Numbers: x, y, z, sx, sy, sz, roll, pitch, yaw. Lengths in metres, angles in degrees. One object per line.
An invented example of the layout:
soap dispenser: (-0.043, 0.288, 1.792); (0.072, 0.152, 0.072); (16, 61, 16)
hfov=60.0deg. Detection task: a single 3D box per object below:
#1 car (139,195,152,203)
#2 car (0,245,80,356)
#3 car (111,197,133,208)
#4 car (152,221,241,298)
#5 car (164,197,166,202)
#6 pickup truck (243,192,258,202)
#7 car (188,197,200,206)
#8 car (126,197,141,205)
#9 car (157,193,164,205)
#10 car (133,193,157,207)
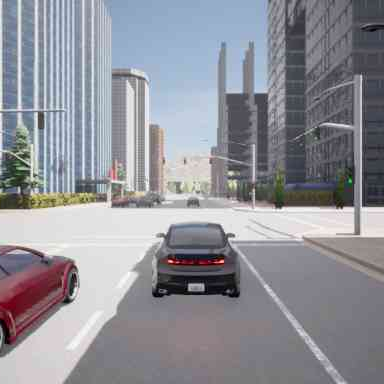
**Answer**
car: (-10.346, 1.525, 74.000); (2.128, 1.511, 4.902); (0, 0, 0)
car: (-3.427, 1.564, 5.565); (1.994, 1.385, 4.181); (0, 0, 1)
car: (-10.482, 1.477, 48.873); (1.882, 1.535, 5.008); (0, 0, 0)
car: (0.095, 1.505, 8.523); (1.837, 1.490, 4.892); (0, 0, 0)
car: (-6.847, 1.524, 73.610); (1.812, 1.442, 4.674); (0, 0, 0)
pickup truck: (13.272, 1.058, 72.747); (2.390, 2.098, 6.274); (0, 0, 31)
car: (0.201, 1.525, 55.277); (1.812, 1.442, 4.674); (0, 0, 0)
car: (-10.445, 1.562, 59.723); (1.994, 1.385, 4.181); (0, 0, 0)
car: (-6.940, 1.223, 60.818); (2.150, 2.045, 5.566); (0, 0, 1)
car: (-6.980, 1.352, 49.674); (2.097, 1.767, 4.553); (0, 0, 0)
